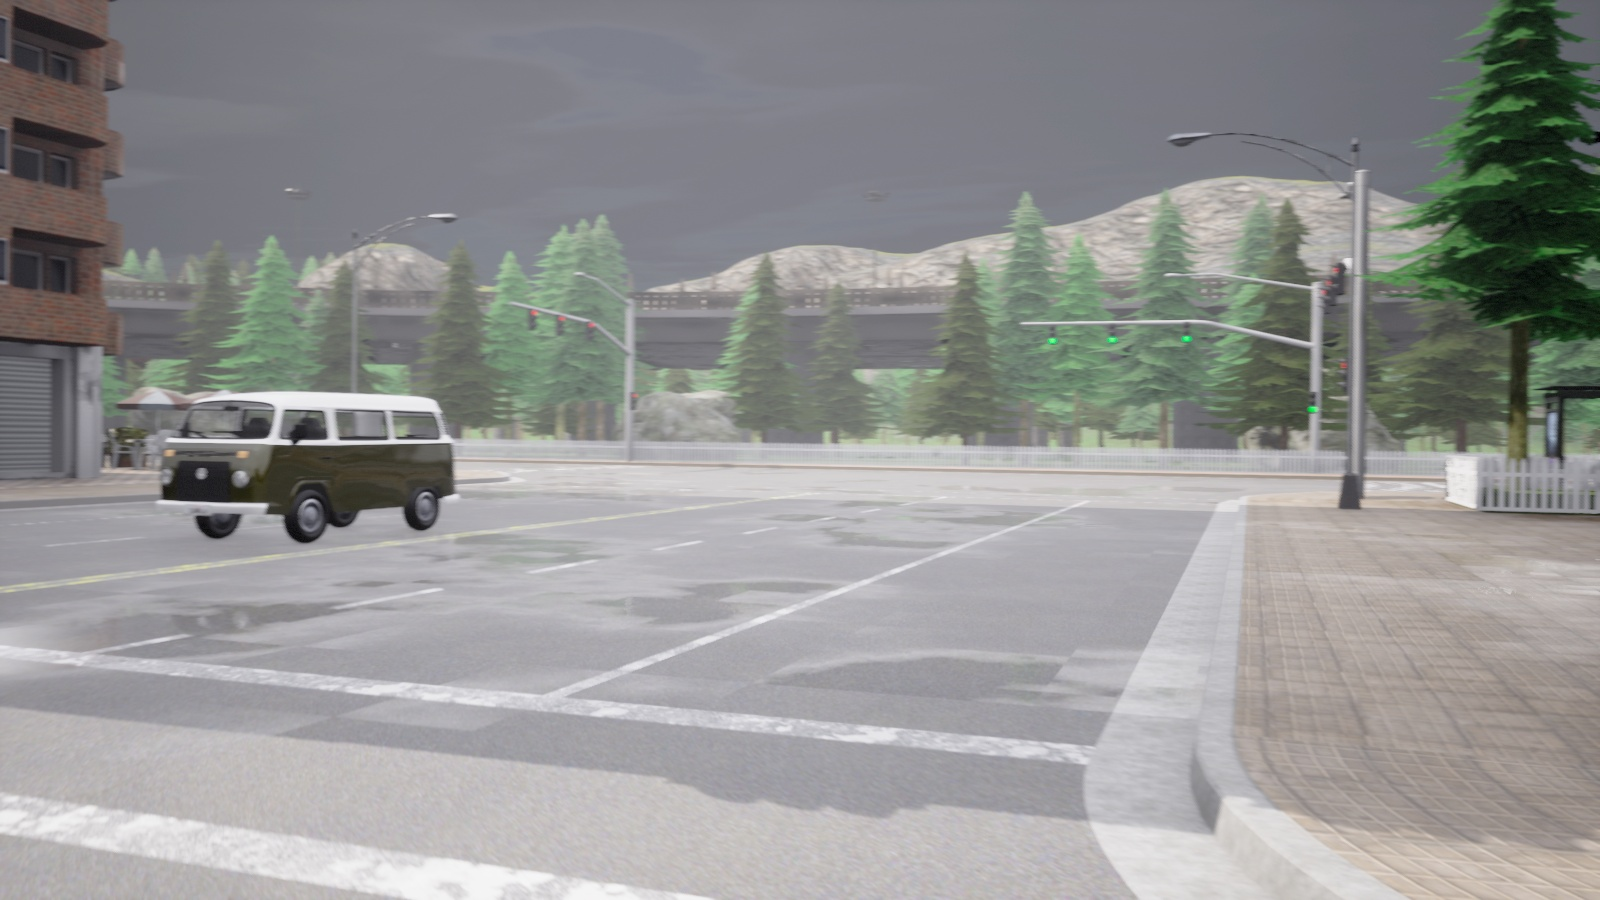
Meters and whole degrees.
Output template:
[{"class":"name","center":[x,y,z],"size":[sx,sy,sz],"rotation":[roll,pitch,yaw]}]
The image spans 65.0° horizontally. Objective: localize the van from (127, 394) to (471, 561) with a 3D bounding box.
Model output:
[{"class":"van","center":[-6.854,0.312,17.785],"size":[2.069,2.038,4.480],"rotation":[0,1,19]}]
